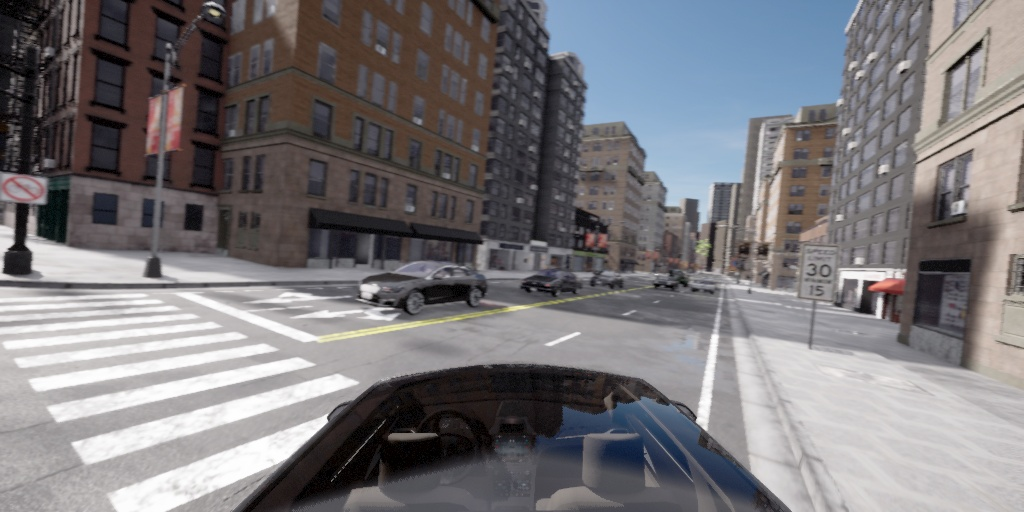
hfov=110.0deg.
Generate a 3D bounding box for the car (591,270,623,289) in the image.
[{"bbox_3d":[8.073,1.929,30.130,1.812,1.442,4.674,6,0,31],"label":"car"}]

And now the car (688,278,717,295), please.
[{"bbox_3d":[19.279,3.067,36.079,1.895,1.301,4.718,6,0,31],"label":"car"}]

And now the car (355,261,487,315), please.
[{"bbox_3d":[-2.709,0.929,11.906,2.128,1.511,4.902,6,0,31],"label":"car"}]

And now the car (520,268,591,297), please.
[{"bbox_3d":[2.486,1.450,20.698,2.033,1.411,5.357,6,0,31],"label":"car"}]

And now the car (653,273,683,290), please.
[{"bbox_3d":[15.682,2.716,36.375,1.895,1.301,4.718,6,0,31],"label":"car"}]

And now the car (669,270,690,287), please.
[{"bbox_3d":[21.216,2.825,45.744,2.150,2.045,5.566,6,1,31],"label":"car"}]
